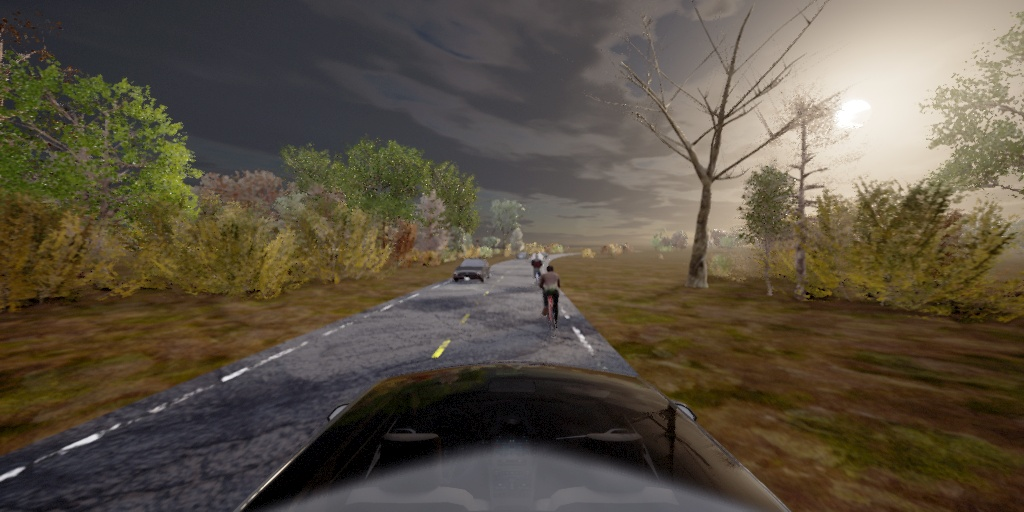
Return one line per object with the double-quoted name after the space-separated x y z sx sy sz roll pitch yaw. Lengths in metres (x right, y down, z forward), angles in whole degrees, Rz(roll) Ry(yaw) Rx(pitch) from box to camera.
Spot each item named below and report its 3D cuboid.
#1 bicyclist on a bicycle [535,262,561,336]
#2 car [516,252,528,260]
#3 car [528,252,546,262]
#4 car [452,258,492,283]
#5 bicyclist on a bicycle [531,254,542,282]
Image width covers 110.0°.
0.957 1.056 8.885 0.582 1.620 1.656 0 1 1 "bicyclist on a bicycle"
1.875 -0.010 63.645 2.128 1.511 4.902 0 1 9 "car"
3.996 0.173 56.246 1.812 1.442 4.674 0 1 8 "car"
-2.407 0.859 22.984 2.033 1.411 5.357 0 1 3 "car"
1.320 0.766 19.039 0.659 1.776 1.843 0 1 3 "bicyclist on a bicycle"
